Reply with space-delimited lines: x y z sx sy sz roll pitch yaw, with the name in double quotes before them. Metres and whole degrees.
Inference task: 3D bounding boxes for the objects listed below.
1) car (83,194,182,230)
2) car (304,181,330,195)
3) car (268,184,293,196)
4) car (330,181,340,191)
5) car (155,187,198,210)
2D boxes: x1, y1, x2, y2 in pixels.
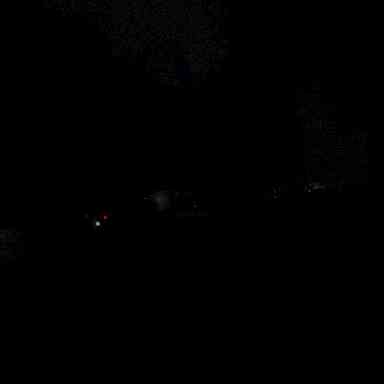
"car" -2.864 1.014 16.508 1.895 1.301 4.718 0 3 36
"car" 15.287 -0.463 41.391 1.812 1.442 4.674 0 3 35
"car" 10.790 -0.277 40.407 1.994 1.385 4.181 0 3 35
"car" 20.917 -0.934 50.026 2.033 1.411 5.357 0 3 32
"car" -1.556 0.467 23.512 2.097 1.767 4.553 0 3 36
